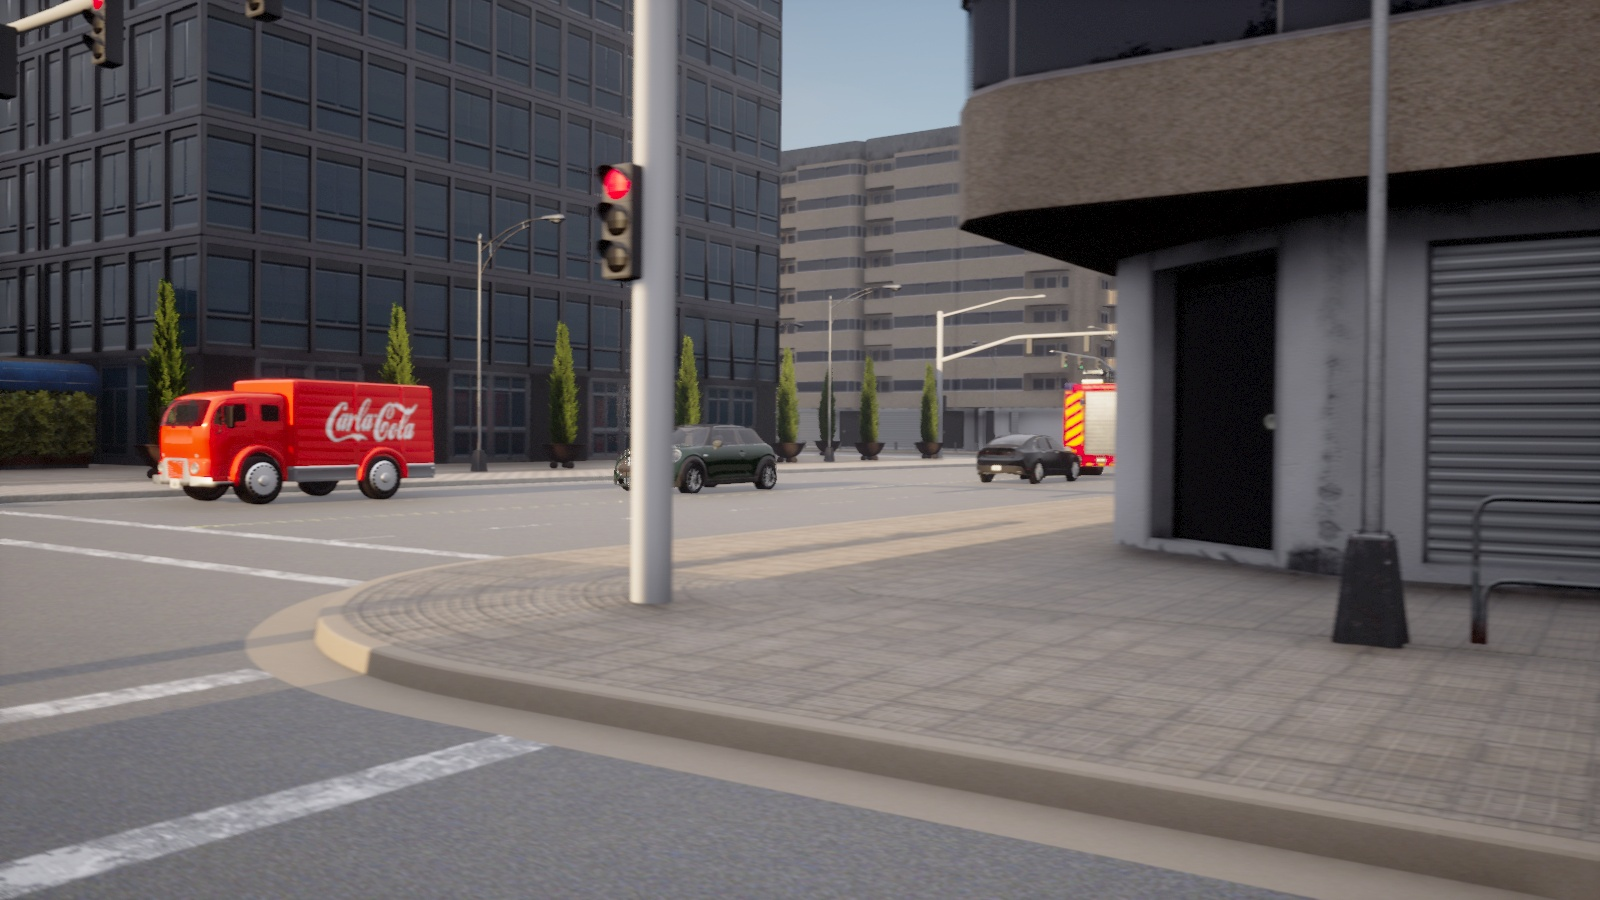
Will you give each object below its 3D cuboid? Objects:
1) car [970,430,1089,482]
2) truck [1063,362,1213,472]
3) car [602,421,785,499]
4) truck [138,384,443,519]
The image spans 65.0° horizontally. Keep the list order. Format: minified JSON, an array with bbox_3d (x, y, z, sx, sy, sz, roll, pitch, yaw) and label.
[{"bbox_3d":[7.250,0.135,39.302,1.837,1.490,4.892,0,1,34],"label":"car"},{"bbox_3d":[13.054,-1.205,47.847,2.891,3.827,8.468,0,1,34],"label":"truck"},{"bbox_3d":[-2.548,0.188,31.103,2.097,1.767,4.553,0,1,34],"label":"car"},{"bbox_3d":[-10.326,-0.015,25.878,2.627,2.467,5.204,0,1,34],"label":"truck"}]
